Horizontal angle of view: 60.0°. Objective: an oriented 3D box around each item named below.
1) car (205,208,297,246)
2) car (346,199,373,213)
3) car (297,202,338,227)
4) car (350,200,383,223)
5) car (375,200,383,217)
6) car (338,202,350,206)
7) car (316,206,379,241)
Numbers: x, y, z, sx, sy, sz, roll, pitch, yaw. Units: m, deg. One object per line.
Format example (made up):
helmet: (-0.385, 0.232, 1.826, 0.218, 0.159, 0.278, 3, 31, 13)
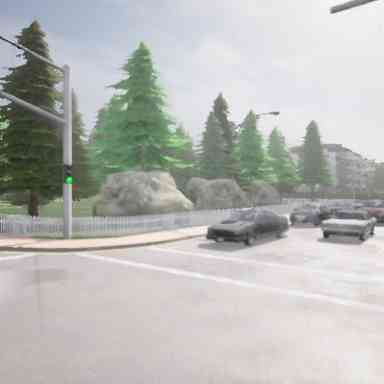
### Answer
car: (2.841, 1.583, 15.822, 2.033, 1.411, 5.357, 0, 0, 39)
car: (19.778, 1.629, 39.208, 2.033, 1.411, 5.357, 0, 0, 36)
car: (8.432, 1.543, 23.573, 2.128, 1.511, 4.902, 0, 0, 36)
car: (13.484, 1.408, 24.582, 2.097, 1.767, 4.553, 0, 0, 36)
car: (19.585, 1.577, 32.993, 1.837, 1.490, 4.892, 0, 0, 36)
car: (13.665, 1.629, 30.788, 1.994, 1.385, 4.181, 0, 0, 37)
car: (8.183, 1.643, 17.262, 1.895, 1.301, 4.718, 0, 0, 36)
